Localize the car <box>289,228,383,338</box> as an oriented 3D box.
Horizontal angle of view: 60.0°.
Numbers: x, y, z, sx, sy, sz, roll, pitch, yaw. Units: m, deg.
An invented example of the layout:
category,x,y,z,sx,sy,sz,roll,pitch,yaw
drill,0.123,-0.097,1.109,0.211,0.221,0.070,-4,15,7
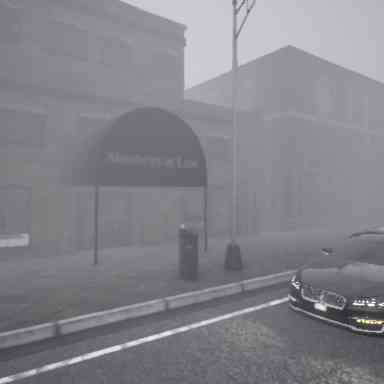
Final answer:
category,x,y,z,sx,sy,sz,roll,pitch,yaw
car,3.942,1.505,6.496,4.892,1.490,1.837,0,0,-35
